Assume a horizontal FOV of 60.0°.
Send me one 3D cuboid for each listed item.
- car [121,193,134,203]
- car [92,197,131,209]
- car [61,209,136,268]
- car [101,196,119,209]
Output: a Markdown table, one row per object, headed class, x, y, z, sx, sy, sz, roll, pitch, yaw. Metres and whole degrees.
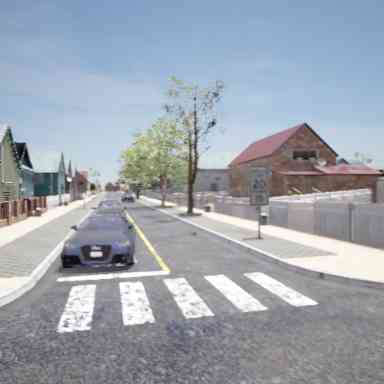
| class | x | y | z | sx | sy | sz | roll | pitch | yaw |
| --- | --- | --- | --- | --- | --- | --- | --- | --- | --- |
| car | -10.978 | 0.880 | 56.452 | 2.097 | 1.767 | 4.553 | -1 | 1 | -14 |
| car | -5.329 | 1.313 | 21.552 | 2.128 | 1.511 | 4.902 | -1 | 1 | -14 |
| car | -2.862 | 1.465 | 10.841 | 1.994 | 1.385 | 4.181 | -1 | 1 | -9 |
| car | -10.207 | 1.220 | 41.351 | 2.033 | 1.411 | 5.357 | -1 | 1 | -13 |
